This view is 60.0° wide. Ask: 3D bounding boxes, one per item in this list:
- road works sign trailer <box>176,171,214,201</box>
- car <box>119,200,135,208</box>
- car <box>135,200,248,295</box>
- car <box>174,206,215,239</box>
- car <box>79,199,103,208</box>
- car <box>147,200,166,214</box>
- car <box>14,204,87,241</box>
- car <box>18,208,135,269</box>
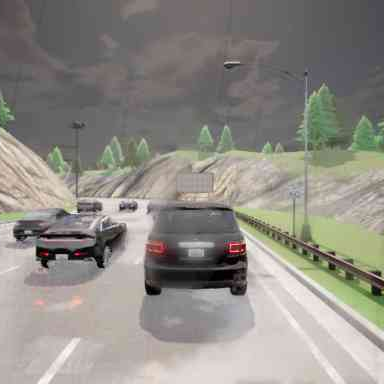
[{"bbox_3d":[0.189,0.464,21.555,2.380,3.560,2.880,0,0,0],"label":"road works sign trailer"},{"bbox_3d":[-7.620,1.600,40.112,1.895,1.301,4.718,0,0,-6],"label":"car"},{"bbox_3d":[0.088,1.221,8.833,2.150,2.045,5.566,0,0,0],"label":"car"},{"bbox_3d":[0.115,1.559,18.059,1.994,1.385,4.181,0,0,0],"label":"car"},{"bbox_3d":[-10.793,1.493,35.361,2.128,1.511,4.902,0,0,-4],"label":"car"},{"bbox_3d":[-3.829,1.601,36.373,1.895,1.301,4.718,0,0,-4],"label":"car"},{"bbox_3d":[-6.918,1.525,16.349,1.812,1.442,4.674,0,0,0],"label":"car"},{"bbox_3d":[-3.411,1.490,11.140,2.128,1.511,4.902,0,0,0],"label":"car"}]
